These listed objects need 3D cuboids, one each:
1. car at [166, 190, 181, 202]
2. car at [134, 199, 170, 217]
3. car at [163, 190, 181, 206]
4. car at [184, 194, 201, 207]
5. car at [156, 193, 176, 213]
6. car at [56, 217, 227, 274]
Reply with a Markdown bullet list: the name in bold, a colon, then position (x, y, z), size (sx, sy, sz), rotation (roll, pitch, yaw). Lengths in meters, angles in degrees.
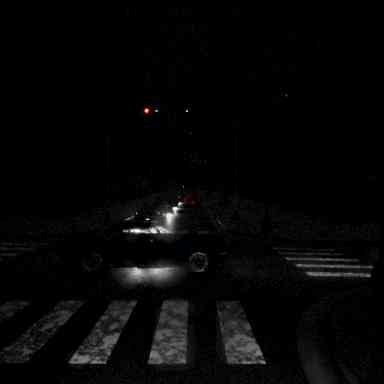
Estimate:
- **car**: position (-2.831, 0.662, 52.940), size (2.097, 1.767, 4.553), rotation (0, 1, 0)
- **car**: position (-2.863, 1.425, 23.674), size (1.895, 1.301, 4.718), rotation (0, 1, 0)
- **car**: position (-2.863, 0.726, 43.115), size (2.150, 2.045, 5.566), rotation (0, 1, 0)
- **car**: position (0.082, 1.005, 41.841), size (1.882, 1.535, 5.008), rotation (0, 1, 0)
- **car**: position (-2.867, 1.183, 33.044), size (1.837, 1.490, 4.892), rotation (0, 1, 0)
- **car**: position (-1.345, 1.570, 9.895), size (4.718, 1.301, 1.895), rotation (0, 1, 0)
